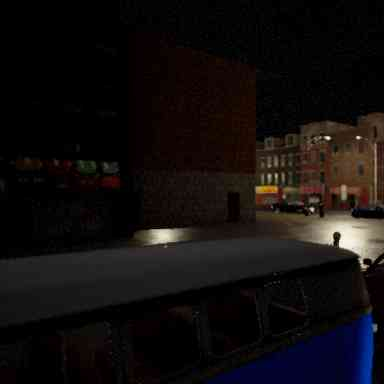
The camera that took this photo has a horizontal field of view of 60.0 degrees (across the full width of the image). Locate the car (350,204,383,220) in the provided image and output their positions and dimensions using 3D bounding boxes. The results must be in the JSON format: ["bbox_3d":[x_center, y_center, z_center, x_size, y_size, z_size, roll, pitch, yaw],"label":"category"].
[{"bbox_3d":[15.932,1.732,28.614,1.994,1.385,4.181,0,0,-35],"label":"car"}]

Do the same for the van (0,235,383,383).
[{"bbox_3d":[-0.196,1.348,2.675,3.998,1.788,1.690,0,-1,-35],"label":"van"}]

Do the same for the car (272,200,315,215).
[{"bbox_3d":[10.836,1.651,35.817,2.128,1.511,4.902,0,0,-35],"label":"car"}]
